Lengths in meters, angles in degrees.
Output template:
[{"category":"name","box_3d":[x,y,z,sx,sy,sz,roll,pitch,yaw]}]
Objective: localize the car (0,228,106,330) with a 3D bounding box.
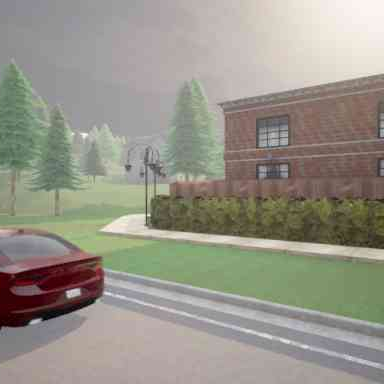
[{"category":"car","box_3d":[-3.913,1.477,6.784,5.008,1.535,1.882,0,0,36]}]
